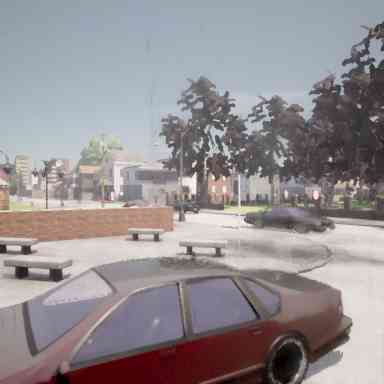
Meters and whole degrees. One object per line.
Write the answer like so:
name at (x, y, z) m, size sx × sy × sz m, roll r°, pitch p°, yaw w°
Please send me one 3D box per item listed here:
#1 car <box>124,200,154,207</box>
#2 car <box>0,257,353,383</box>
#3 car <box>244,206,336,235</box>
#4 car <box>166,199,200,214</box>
car at (-5.648, 1.526, 34.917) m, size 1.812 × 1.442 × 4.674 m, roll 0°, pitch 0°, yaw -35°
car at (-0.526, 1.547, 3.811) m, size 5.357 × 1.411 × 2.033 m, roll 0°, pitch 0°, yaw -29°
car at (5.465, 1.547, 19.348) m, size 2.033 × 1.411 × 5.357 m, roll 0°, pitch 0°, yaw -37°
car at (-1.065, 1.505, 35.651) m, size 1.837 × 1.490 × 4.892 m, roll 0°, pitch 0°, yaw -36°
